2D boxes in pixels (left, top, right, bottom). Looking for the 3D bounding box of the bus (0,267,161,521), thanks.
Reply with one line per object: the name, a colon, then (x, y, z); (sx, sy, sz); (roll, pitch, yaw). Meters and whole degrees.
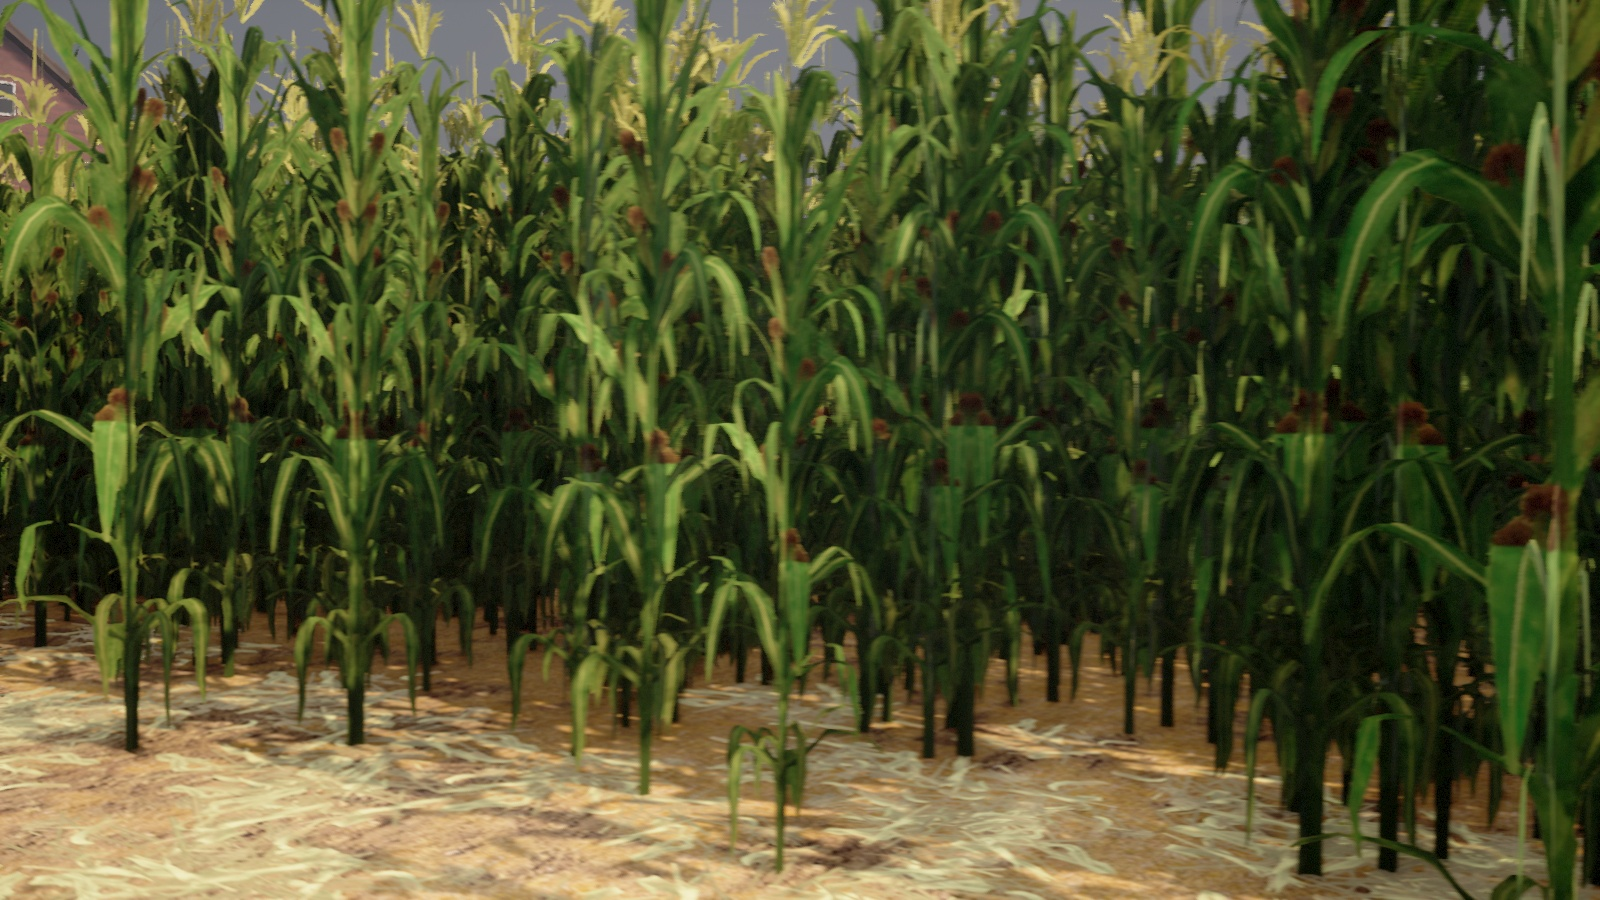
bus: (-16.371, -0.904, 20.108); (3.944, 4.253, 10.273); (0, 1, 34)
